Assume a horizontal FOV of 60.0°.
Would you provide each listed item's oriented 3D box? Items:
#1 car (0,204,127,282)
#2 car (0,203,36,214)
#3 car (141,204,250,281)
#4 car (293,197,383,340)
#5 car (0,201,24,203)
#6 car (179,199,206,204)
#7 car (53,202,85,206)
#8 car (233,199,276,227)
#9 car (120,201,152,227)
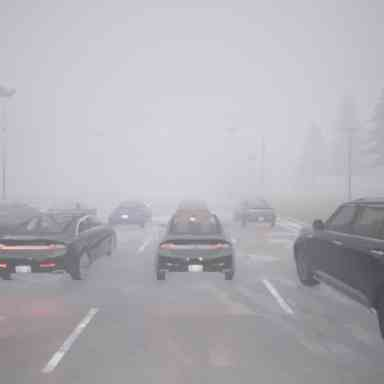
[{"bbox_3d":[-3.443,1.317,9.224,2.128,1.511,4.902,0,1,0],"label":"car"},{"bbox_3d":[-6.945,1.303,9.984,2.128,1.511,4.902,0,1,0],"label":"car"},{"bbox_3d":[0.064,1.315,9.272,2.128,1.511,4.902,0,1,0],"label":"car"},{"bbox_3d":[3.609,1.101,5.782,2.150,2.045,5.566,0,0,-2],"label":"car"},{"bbox_3d":[-10.464,1.201,19.355,1.994,1.385,4.181,0,1,0],"label":"car"},{"bbox_3d":[0.037,1.123,18.861,1.882,1.535,5.008,0,1,0],"label":"car"},{"bbox_3d":[-6.963,1.238,19.305,1.895,1.301,4.718,0,1,0],"label":"car"},{"bbox_3d":[3.536,1.126,19.395,2.128,1.511,4.902,0,1,0],"label":"car"},{"bbox_3d":[-3.466,1.202,19.247,1.994,1.385,4.181,0,1,0],"label":"car"}]
